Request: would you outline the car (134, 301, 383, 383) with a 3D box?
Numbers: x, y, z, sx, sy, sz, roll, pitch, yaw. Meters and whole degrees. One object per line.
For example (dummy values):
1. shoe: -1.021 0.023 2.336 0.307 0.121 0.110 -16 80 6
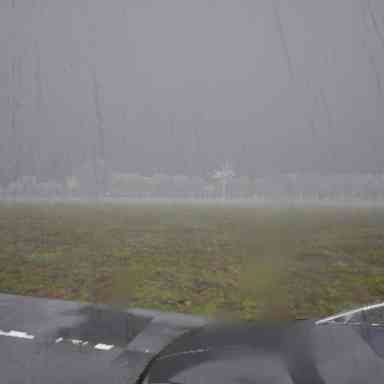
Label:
1. car: 1.914 1.494 2.064 4.902 1.511 2.128 1 1 14
